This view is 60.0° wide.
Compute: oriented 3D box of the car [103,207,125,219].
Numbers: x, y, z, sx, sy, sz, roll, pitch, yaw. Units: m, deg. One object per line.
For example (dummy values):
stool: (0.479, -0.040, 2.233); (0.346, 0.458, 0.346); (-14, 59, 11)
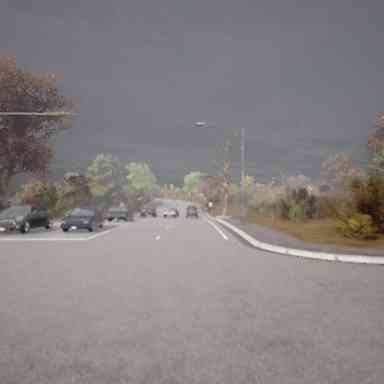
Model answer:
car: (-10.568, 2.871, 45.403); (1.837, 1.490, 4.892); (0, -4, 0)

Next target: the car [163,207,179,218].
car: (-3.504, 3.371, 52.680); (1.895, 1.301, 4.718); (0, -3, 0)

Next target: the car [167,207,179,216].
car: (-3.506, 3.679, 62.645); (2.097, 1.767, 4.553); (0, -3, 0)

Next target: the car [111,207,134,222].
car: (-7.088, 2.262, 33.689); (2.033, 1.411, 5.357); (0, -3, 0)

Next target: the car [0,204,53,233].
car: (-10.641, 1.564, 20.966); (2.097, 1.767, 4.553); (0, -2, 2)

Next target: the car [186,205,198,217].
car: (-0.006, 3.547, 62.710); (2.150, 2.045, 5.566); (0, -3, 0)

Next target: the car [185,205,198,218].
car: (-0.005, 3.237, 52.239); (2.128, 1.511, 4.902); (0, -3, 0)

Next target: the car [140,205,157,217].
car: (-7.023, 3.080, 54.208); (2.150, 2.045, 5.566); (0, -4, 0)

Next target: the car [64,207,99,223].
car: (-10.595, 2.168, 32.264); (1.812, 1.442, 4.674); (0, -3, 1)

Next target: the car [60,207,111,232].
car: (-7.120, 1.796, 22.283); (2.033, 1.411, 5.357); (0, -2, -3)
